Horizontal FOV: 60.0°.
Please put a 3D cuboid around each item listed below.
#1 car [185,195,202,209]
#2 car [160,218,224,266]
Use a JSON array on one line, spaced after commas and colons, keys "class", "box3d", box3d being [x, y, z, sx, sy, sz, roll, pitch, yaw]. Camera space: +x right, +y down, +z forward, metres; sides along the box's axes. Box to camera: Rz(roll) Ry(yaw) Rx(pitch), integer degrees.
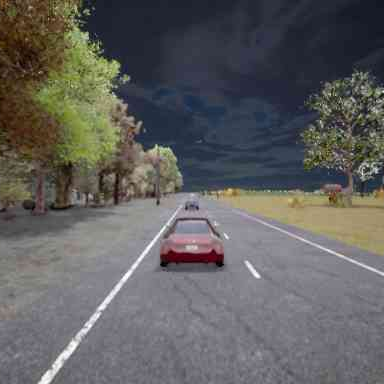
[{"class": "car", "box3d": [0.008, 1.575, 45.770, 2.033, 1.411, 5.357, 0, 0, 0]}, {"class": "car", "box3d": [0.002, 1.574, 11.561, 1.994, 1.385, 4.181, 0, 0, 0]}]
